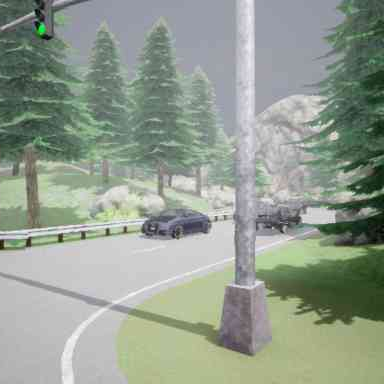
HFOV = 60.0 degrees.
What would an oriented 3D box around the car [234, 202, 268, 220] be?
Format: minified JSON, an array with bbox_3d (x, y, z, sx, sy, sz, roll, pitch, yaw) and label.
[{"bbox_3d":[4.981,1.507,25.768,2.128,1.511,4.902,0,0,35],"label":"car"}]

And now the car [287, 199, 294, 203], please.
[{"bbox_3d":[10.644,1.520,34.273,1.837,1.490,4.892,0,0,28],"label":"car"}]

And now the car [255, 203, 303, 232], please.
[{"bbox_3d":[5.081,1.588,19.652,1.837,1.490,4.892,0,-1,35],"label":"car"}]

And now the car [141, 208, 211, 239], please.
[{"bbox_3d":[-0.740,1.579,17.633,1.994,1.385,4.181,0,0,35],"label":"car"}]
